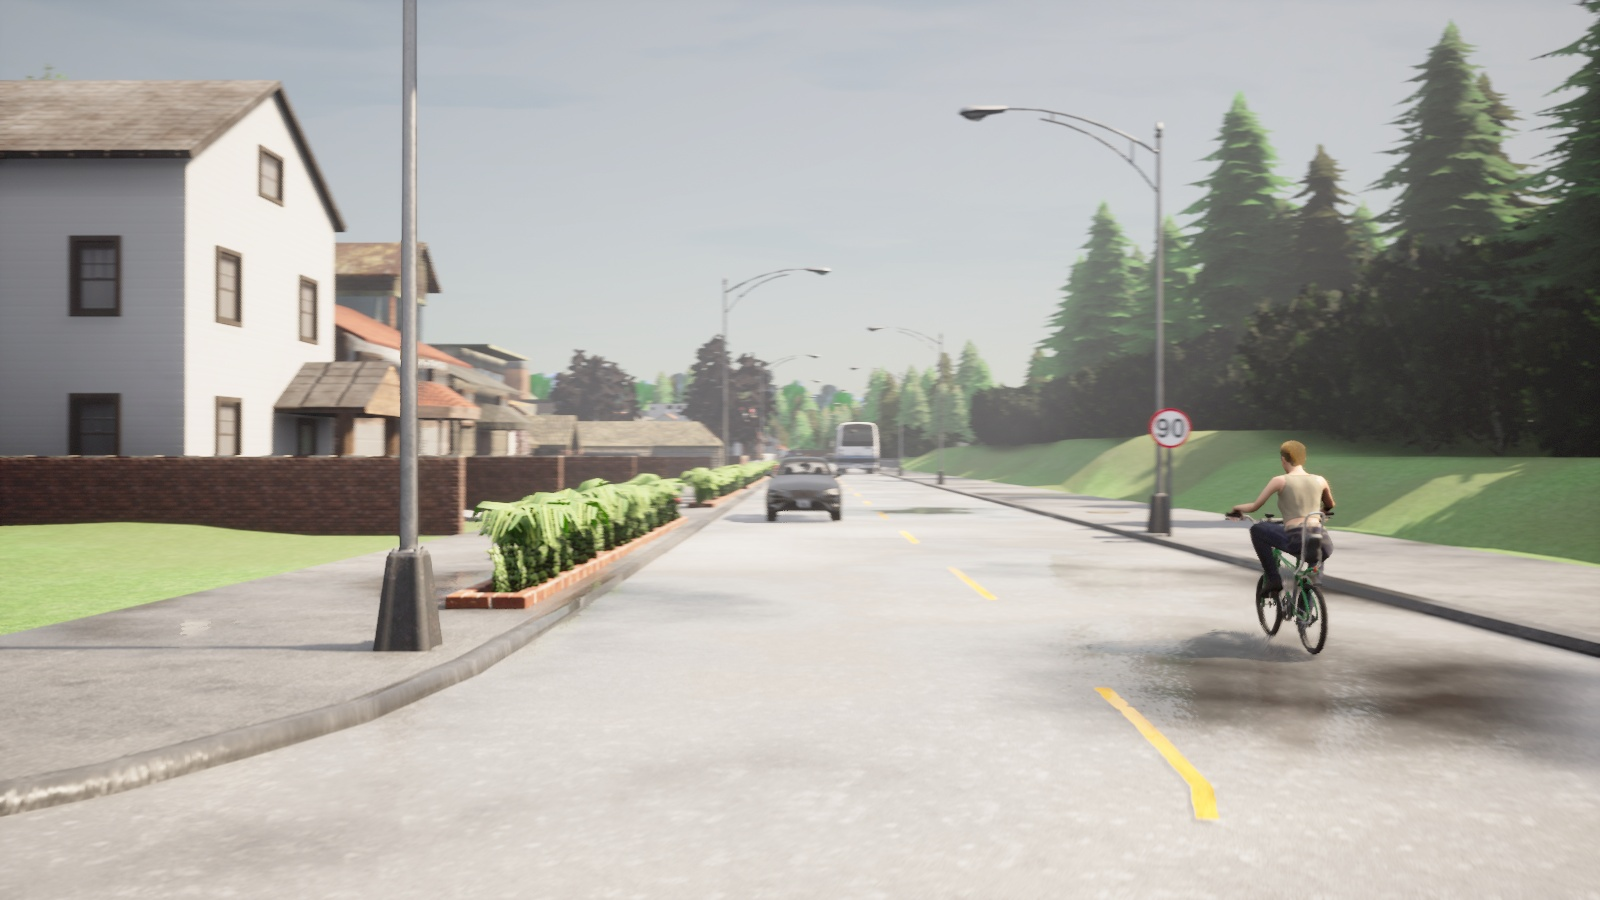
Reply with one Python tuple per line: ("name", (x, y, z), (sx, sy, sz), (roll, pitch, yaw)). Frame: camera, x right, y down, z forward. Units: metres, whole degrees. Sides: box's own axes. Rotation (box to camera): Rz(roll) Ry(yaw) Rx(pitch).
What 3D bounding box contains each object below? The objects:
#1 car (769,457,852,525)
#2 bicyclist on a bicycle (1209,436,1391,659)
("car", (0.260, 0.905, 29.642), (1.816, 1.474, 4.193), (0, 0, 1))
("bicyclist on a bicycle", (3.871, 0.715, 9.863), (0.866, 1.612, 1.509), (-1, 0, 3))
